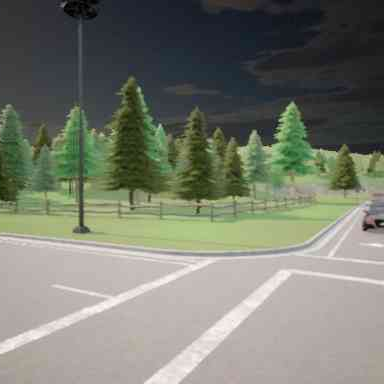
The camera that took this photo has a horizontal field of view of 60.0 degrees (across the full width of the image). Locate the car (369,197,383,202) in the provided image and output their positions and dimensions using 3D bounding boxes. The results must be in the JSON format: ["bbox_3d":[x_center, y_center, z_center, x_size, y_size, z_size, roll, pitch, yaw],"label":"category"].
[{"bbox_3d":[15.107,1.376,26.479,1.837,1.490,4.892,0,0,29],"label":"car"}]

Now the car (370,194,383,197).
[{"bbox_3d":[20.161,1.305,35.554,1.882,1.535,5.008,0,0,29],"label":"car"}]

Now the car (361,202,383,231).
[{"bbox_3d":[10.841,1.471,18.928,1.994,1.385,4.181,0,0,29],"label":"car"}]

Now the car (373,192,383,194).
[{"bbox_3d":[25.301,1.005,44.756,2.150,2.045,5.566,0,0,29],"label":"car"}]
